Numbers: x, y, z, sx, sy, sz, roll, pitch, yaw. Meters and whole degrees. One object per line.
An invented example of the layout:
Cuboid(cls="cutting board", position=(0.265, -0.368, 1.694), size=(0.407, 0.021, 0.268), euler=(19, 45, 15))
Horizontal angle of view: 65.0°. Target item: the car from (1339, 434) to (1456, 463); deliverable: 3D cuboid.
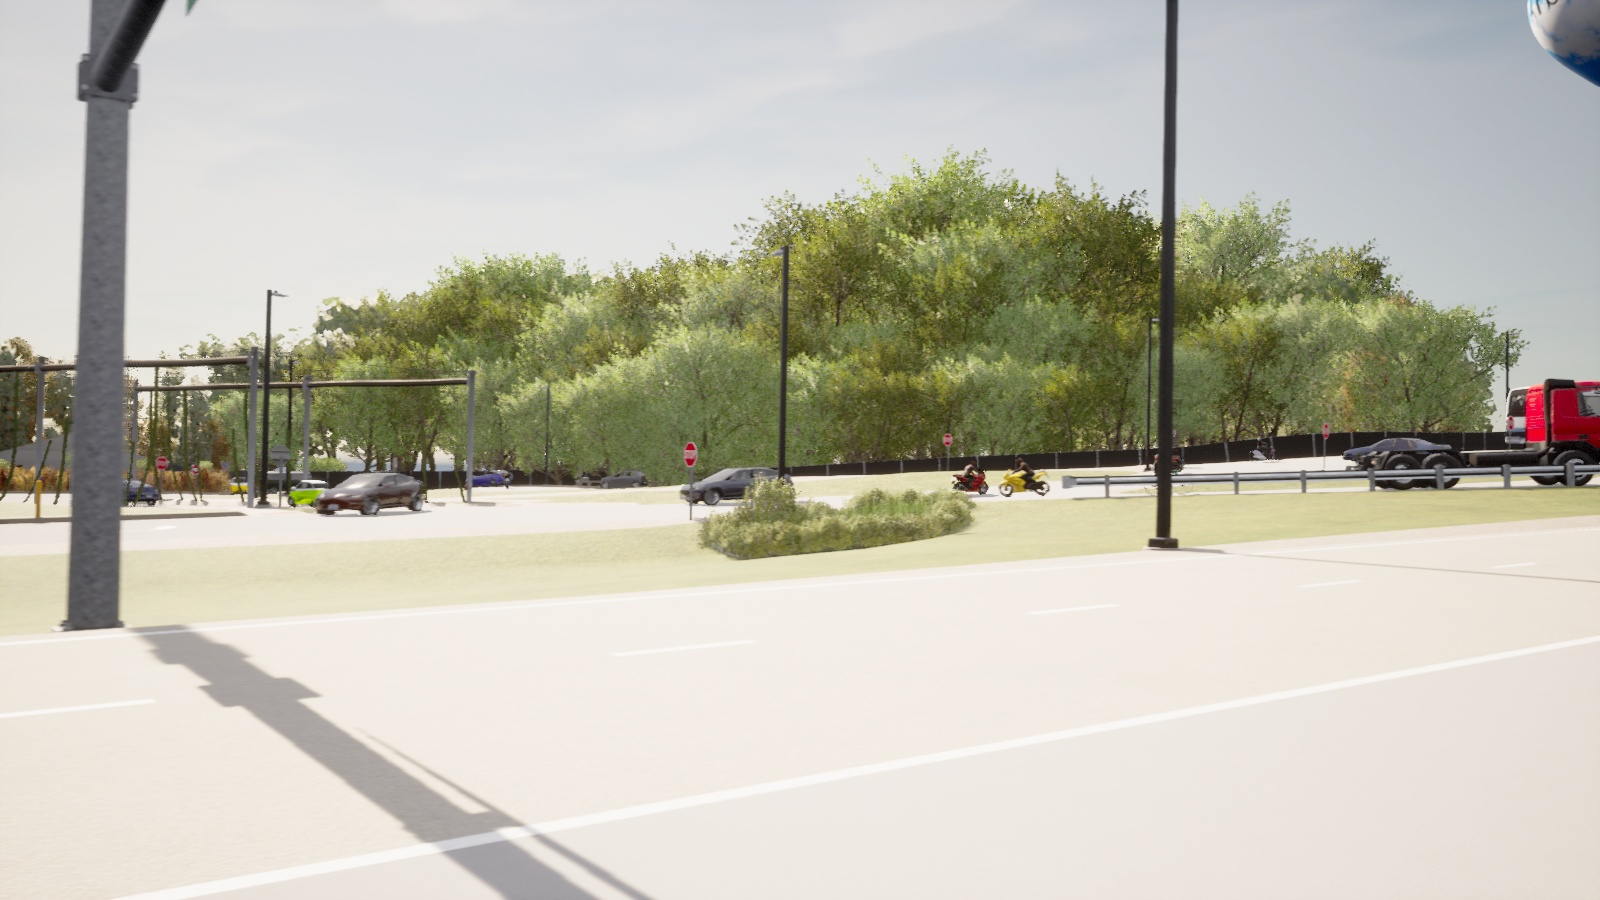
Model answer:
Cuboid(cls="car", position=(32.394, -0.085, 68.193), size=(2.033, 1.411, 5.357), euler=(-4, 2, -45))

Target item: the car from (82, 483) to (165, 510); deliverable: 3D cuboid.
Cuboid(cls="car", position=(-37.538, 2.551, 69.663), size=(4.674, 1.442, 1.812), euler=(-1, -2, 29))

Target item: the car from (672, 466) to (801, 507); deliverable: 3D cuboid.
Cuboid(cls="car", position=(-2.577, 1.453, 51.148), size=(4.792, 1.488, 2.163), euler=(-1, 0, -30))

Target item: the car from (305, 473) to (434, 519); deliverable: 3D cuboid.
Cuboid(cls="car", position=(-15.479, 1.628, 45.455), size=(2.163, 1.488, 4.792), euler=(-1, 0, 14))

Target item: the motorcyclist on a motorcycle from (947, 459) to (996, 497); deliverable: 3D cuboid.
Cuboid(cls="motorcyclist on a motorcycle", position=(7.325, 1.178, 53.598), size=(2.044, 1.523, 0.797), euler=(-2, 1, -35))

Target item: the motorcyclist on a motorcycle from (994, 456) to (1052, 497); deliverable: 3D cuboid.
Cuboid(cls="motorcyclist on a motorcycle", position=(8.621, 1.030, 48.550), size=(2.044, 1.523, 0.797), euler=(-3, -2, 20))

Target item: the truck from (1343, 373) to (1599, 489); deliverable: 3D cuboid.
Cuboid(cls="truck", position=(22.521, -0.583, 41.436), size=(7.936, 3.462, 2.891), euler=(-2, -1, 13))

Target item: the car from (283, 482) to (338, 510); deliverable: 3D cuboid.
Cuboid(cls="car", position=(-24.371, 2.279, 62.572), size=(2.207, 1.376, 1.481), euler=(-1, -2, 29))

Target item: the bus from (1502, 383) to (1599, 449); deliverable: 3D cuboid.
Cuboid(cls="bus", position=(52.221, -2.276, 84.459), size=(10.273, 4.253, 3.944), euler=(-1, 1, -29))
